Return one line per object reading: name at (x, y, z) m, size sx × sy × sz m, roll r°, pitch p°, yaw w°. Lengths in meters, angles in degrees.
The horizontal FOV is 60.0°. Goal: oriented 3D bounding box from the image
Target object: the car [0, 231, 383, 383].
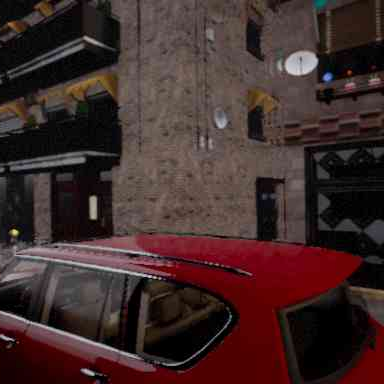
car at (-0.790, 1.343, 3.296) m, size 5.009 × 1.841 × 2.192 m, roll -1°, pitch -1°, yaw 35°
